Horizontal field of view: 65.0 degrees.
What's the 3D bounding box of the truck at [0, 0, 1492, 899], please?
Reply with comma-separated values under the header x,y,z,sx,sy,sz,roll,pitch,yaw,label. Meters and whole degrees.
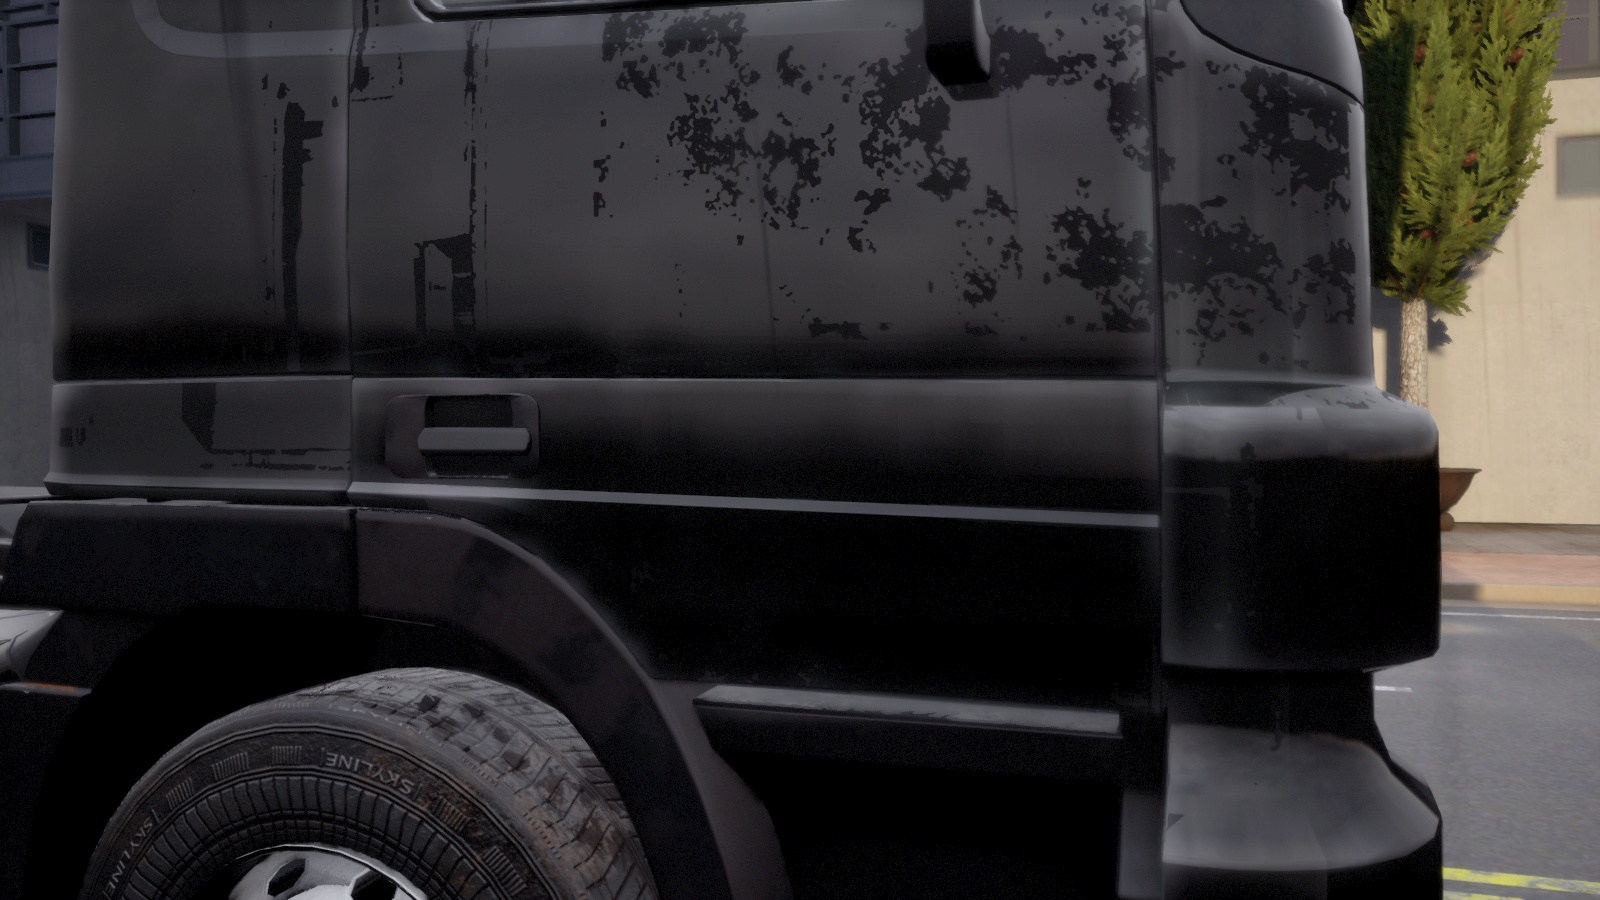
x,y,z,sx,sy,sz,roll,pitch,yaw,label
-2.510,-0.230,4.057,7.936,3.462,2.891,1,1,19,truck
